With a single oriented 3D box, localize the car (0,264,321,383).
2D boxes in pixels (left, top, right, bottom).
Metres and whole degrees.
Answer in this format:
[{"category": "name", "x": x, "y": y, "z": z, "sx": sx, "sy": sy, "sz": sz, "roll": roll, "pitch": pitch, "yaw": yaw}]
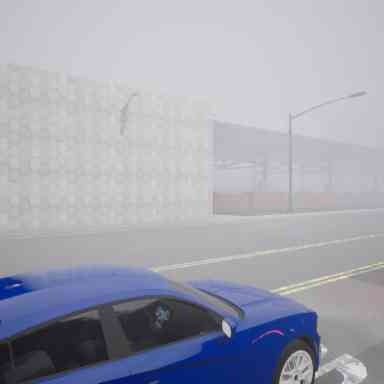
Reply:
[{"category": "car", "x": -0.776, "y": 1.478, "z": 3.196, "sx": 5.008, "sy": 1.535, "sz": 1.882, "roll": 0, "pitch": 0, "yaw": -36}]
